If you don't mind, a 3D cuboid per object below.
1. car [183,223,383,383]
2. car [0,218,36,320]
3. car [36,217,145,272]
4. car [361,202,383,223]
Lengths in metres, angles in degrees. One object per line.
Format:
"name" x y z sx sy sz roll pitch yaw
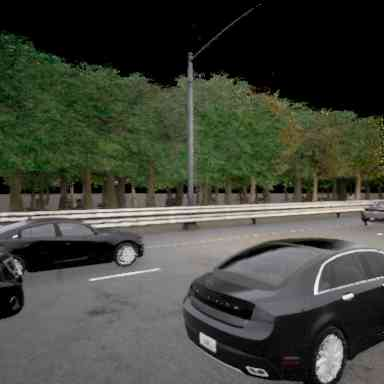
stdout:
"car" 2.157 1.490 5.281 4.892 1.490 1.837 0 0 -35
"car" -5.290 1.230 4.273 5.566 2.045 2.150 -1 0 -35
"car" -3.785 1.471 9.644 5.008 1.535 1.882 0 0 -36
"car" 12.882 1.422 21.529 4.902 1.511 2.128 0 0 -35
